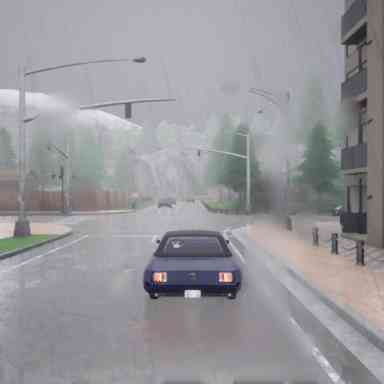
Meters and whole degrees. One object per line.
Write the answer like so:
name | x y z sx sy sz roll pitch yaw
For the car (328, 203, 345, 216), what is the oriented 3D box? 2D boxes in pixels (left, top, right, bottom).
car | 14.709 1.367 29.892 4.553 1.767 2.097 0 0 -1

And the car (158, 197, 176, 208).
car | -3.790 1.546 47.897 2.033 1.411 5.357 0 0 0

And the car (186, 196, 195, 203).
car | -0.305 1.546 68.230 2.033 1.411 5.357 0 0 0

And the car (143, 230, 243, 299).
car | 0.026 1.601 8.381 1.895 1.301 4.718 0 0 0

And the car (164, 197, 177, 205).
car | -3.812 1.562 58.603 1.994 1.385 4.181 0 0 1
